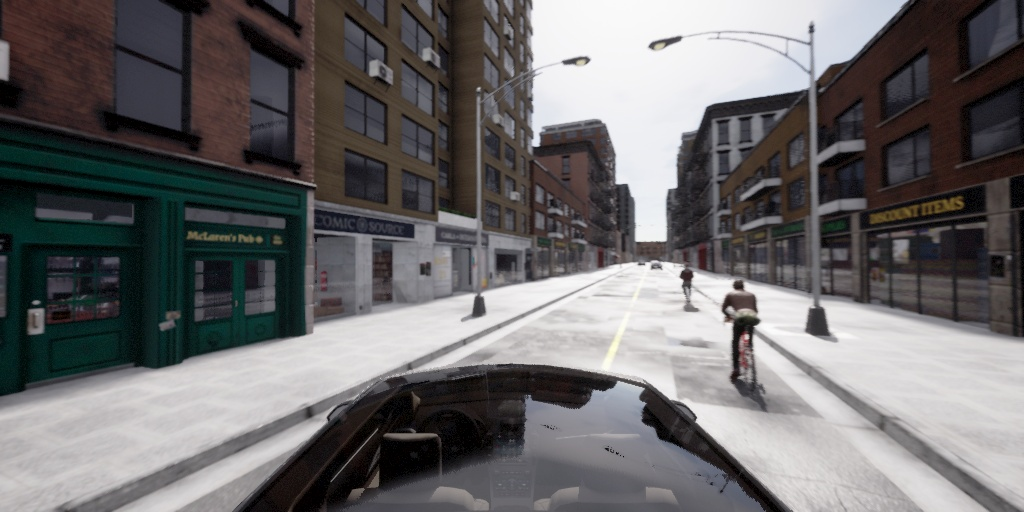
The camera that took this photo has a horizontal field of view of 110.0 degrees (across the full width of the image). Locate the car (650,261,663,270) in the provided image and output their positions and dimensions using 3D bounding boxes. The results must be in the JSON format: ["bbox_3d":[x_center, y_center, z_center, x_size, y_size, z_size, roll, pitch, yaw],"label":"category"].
[{"bbox_3d":[23.035,1.584,57.303,1.895,1.301,4.718,-1,-1,21],"label":"car"}]

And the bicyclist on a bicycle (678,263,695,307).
[{"bbox_3d":[7.175,1.161,14.738,0.659,1.776,1.843,-1,0,21],"label":"bicyclist on a bicycle"}]

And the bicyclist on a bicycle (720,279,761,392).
[{"bbox_3d":[3.685,1.204,5.768,0.582,1.620,1.656,-1,-1,21],"label":"bicyclist on a bicycle"}]
